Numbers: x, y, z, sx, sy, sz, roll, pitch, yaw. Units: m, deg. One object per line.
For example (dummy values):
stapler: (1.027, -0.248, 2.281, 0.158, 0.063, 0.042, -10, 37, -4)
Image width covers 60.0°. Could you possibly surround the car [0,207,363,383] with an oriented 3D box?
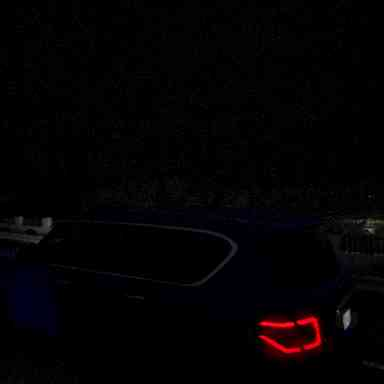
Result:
car: (-0.787, 1.229, 4.553, 5.566, 2.045, 2.150, 0, 0, 36)
